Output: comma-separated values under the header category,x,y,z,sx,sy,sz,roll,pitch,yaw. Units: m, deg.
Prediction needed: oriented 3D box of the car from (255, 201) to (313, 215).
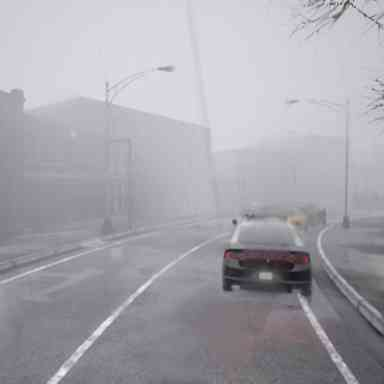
category,x,y,z,sx,sy,sz,roll,pitch,yaw
car,5.079,1.415,17.785,1.801,1.575,5.366,1,0,26

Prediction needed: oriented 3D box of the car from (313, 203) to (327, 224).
category,x,y,z,sx,sy,sz,roll,pitch,yaw
car,7.775,1.467,22.483,1.837,1.490,4.892,1,0,34

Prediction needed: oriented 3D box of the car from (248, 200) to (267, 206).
category,x,y,z,sx,sy,sz,roll,pitch,yaw
car,5.706,1.423,27.175,1.812,1.442,4.674,1,1,38

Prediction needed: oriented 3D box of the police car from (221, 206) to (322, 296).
category,x,y,z,sx,sy,sz,roll,pitch,yaw
police car,1.973,1.399,8.904,1.930,1.638,5.238,0,0,12
